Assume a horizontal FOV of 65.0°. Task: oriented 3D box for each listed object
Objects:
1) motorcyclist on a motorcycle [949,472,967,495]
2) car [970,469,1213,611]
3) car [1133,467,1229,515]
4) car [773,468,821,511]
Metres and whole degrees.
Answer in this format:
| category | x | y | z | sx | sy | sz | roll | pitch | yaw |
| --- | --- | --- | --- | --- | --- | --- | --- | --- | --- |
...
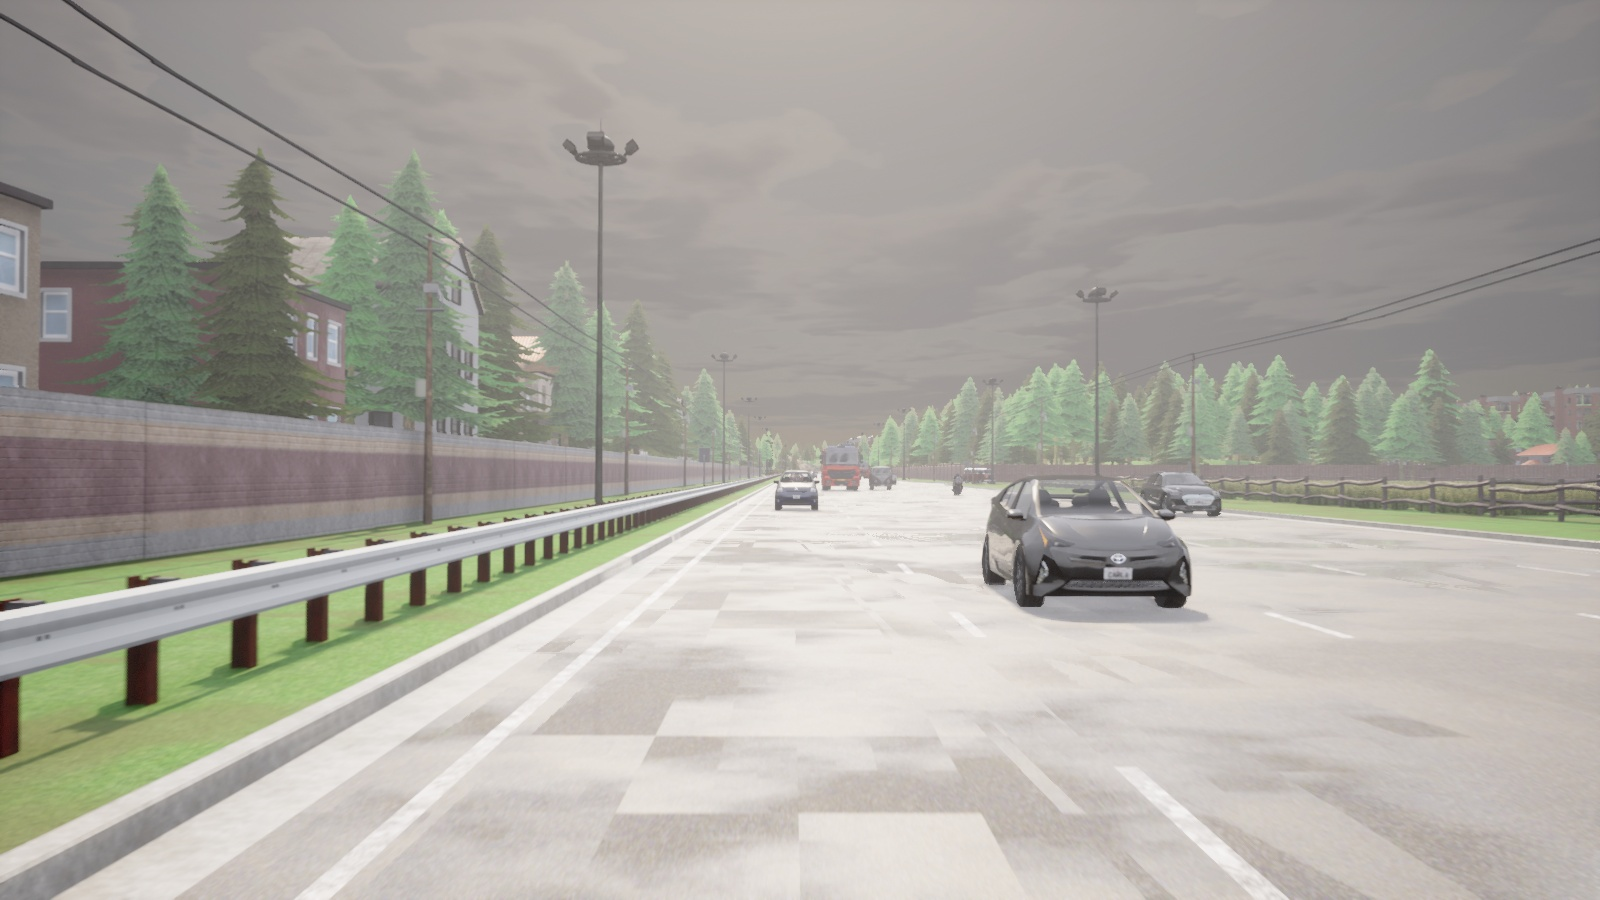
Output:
| category | x | y | z | sx | sy | sz | roll | pitch | yaw |
| --- | --- | --- | --- | --- | --- | --- | --- | --- | --- |
| motorcyclist on a motorcycle | 10.303 | 2.182 | 82.067 | 0.866 | 1.530 | 2.191 | 0 | -1 | 0 |
| car | 3.462 | 1.013 | 15.867 | 2.007 | 1.525 | 4.514 | 0 | -1 | 0 |
| car | 13.889 | 1.460 | 46.080 | 2.033 | 1.649 | 4.856 | 0 | -1 | 0 |
| car | -0.121 | 1.556 | 50.348 | 1.851 | 1.617 | 3.988 | 0 | -1 | 0 |
